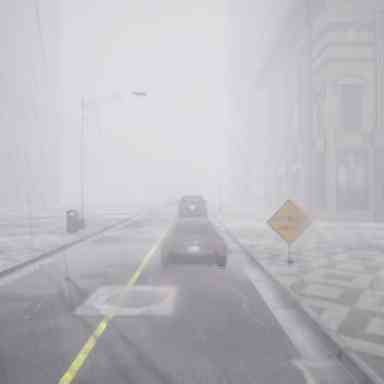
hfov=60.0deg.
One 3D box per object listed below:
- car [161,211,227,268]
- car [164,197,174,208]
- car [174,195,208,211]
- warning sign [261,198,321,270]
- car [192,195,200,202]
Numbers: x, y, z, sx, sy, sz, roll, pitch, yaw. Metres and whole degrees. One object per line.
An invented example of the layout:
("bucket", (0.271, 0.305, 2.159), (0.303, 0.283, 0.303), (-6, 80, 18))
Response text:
("car", (0.064, 1.556, 11.220), (1.994, 1.385, 4.181), (0, 0, 0))
("car", (-3.095, 1.508, 49.048), (2.033, 1.411, 5.357), (0, 0, 0))
("car", (0.055, 1.202, 25.630), (2.150, 2.045, 5.566), (0, 0, 0))
("warning sign", (2.702, 1.110, 9.248), (1.300, 1.860, 1.060), (-1, -1, 0))
("car", (1.023, 1.415, 79.430), (1.801, 1.575, 5.366), (0, 0, 0))
